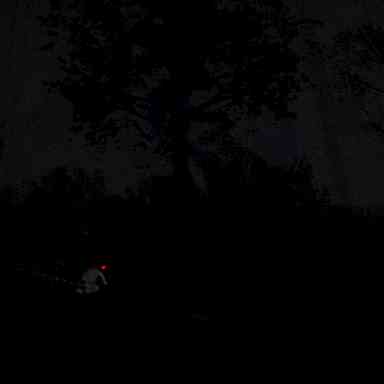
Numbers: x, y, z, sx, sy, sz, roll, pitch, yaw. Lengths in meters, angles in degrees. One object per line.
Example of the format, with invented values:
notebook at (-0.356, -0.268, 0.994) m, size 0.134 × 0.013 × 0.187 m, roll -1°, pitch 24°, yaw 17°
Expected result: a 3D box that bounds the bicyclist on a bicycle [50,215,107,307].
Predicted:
bicyclist on a bicycle at (-2.357, 1.342, 6.737) m, size 1.843 × 1.776 × 0.659 m, roll 1°, pitch 0°, yaw 35°
